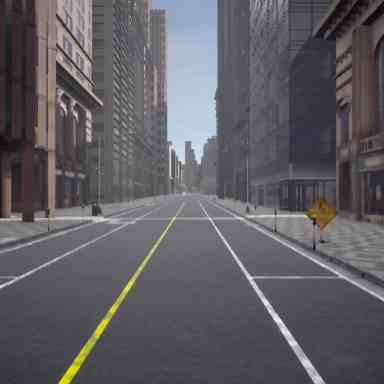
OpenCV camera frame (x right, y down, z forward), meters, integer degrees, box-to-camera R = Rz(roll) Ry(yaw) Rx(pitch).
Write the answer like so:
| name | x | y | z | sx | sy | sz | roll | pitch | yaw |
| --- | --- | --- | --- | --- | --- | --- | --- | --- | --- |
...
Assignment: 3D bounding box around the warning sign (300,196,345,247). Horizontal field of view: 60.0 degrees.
| name | x | y | z | sx | sy | sz | roll | pitch | yaw |
| --- | --- | --- | --- | --- | --- | --- | --- | --- | --- |
| warning sign | 5.059 | 1.114 | 13.002 | 1.300 | 1.860 | 1.060 | -1 | -1 | 0 |
